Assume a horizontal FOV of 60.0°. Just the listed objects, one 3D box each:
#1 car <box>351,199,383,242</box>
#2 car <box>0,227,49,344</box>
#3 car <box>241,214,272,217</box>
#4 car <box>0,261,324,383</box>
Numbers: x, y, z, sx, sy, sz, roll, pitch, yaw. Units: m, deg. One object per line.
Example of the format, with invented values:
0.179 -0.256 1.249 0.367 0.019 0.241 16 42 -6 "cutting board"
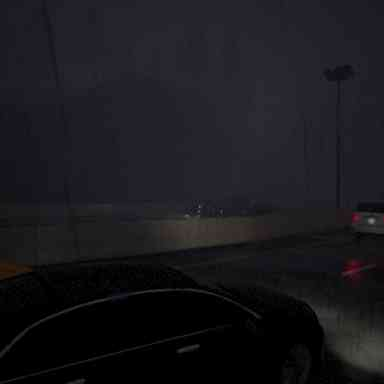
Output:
9.861 1.366 16.323 5.566 2.045 2.150 1 -1 -42 "car"
-4.889 1.477 4.652 5.008 1.535 1.882 0 0 -35 "car"
6.526 1.723 32.319 4.902 1.511 2.128 1 0 -44 "car"
-0.582 1.520 3.447 4.892 1.490 1.837 1 0 -36 "car"
